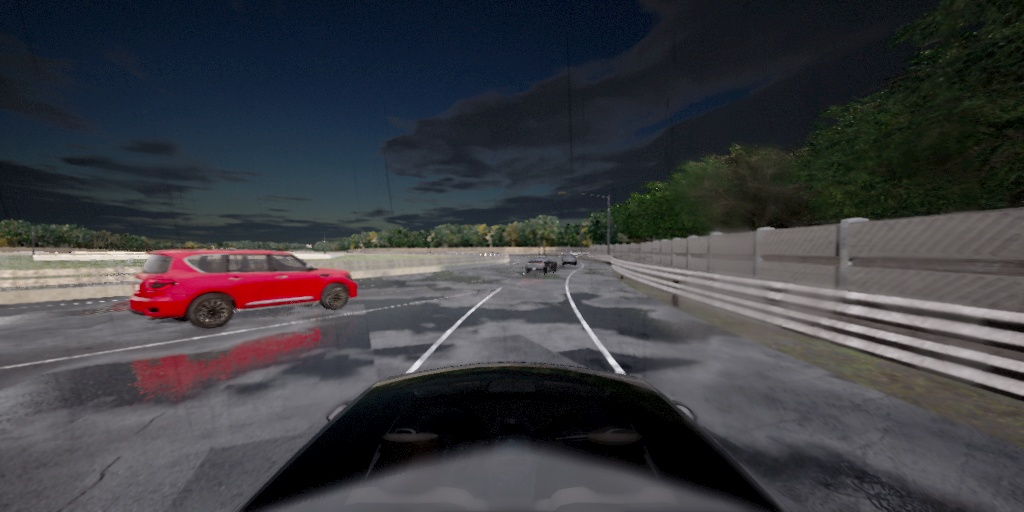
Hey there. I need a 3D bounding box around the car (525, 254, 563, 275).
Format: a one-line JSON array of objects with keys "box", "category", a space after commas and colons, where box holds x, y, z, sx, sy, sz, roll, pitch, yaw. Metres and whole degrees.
[{"box": [2.638, 0.801, 31.191, 2.128, 1.511, 4.902, 1, 1, 21], "category": "car"}]

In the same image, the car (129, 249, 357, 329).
[{"box": [-7.655, 0.817, 10.960, 2.150, 2.045, 5.566, 1, 1, 33], "category": "car"}]

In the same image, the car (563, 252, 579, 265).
[{"box": [8.467, 0.559, 52.536, 1.994, 1.385, 4.181, 0, 1, 10], "category": "car"}]
